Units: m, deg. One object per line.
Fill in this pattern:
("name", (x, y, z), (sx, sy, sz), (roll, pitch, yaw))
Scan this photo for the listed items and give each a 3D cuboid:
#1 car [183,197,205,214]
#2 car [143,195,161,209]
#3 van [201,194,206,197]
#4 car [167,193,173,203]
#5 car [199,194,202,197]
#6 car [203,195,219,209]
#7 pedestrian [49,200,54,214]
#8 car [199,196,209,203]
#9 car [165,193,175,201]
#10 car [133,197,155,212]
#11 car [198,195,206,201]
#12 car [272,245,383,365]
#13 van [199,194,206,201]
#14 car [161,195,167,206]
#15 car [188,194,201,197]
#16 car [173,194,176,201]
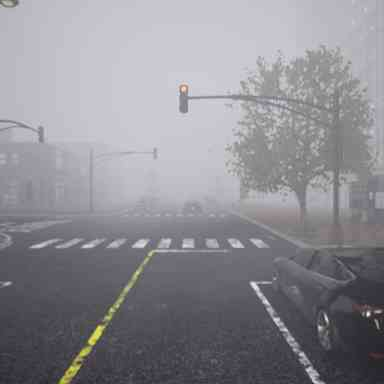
("car", (0.073, 1.565, 34.937), (1.994, 1.385, 4.181), (0, 0, 0))
("car", (-5.718, 1.316, 43.855), (2.192, 1.841, 5.009), (0, 0, 0))
("van", (2.659, 1.343, 49.415), (1.690, 1.788, 3.998), (0, 0, 0))
("car", (-5.739, 1.529, 71.440), (1.752, 1.417, 4.829), (0, 0, 0))
("car", (2.649, 1.553, 60.517), (2.008, 1.369, 4.403), (0, 0, 0))
("car", (2.662, 1.527, 44.034), (1.752, 1.417, 4.829), (0, 0, 0))
("pedestrian", (-12.772, 1.318, 30.302), (0.375, 1.300, 0.375), (0, -1, -1))
("car", (2.641, 1.570, 71.619), (1.947, 1.339, 4.313), (0, 0, 0))
("car", (-5.751, 1.321, 88.263), (2.192, 1.841, 5.009), (0, 0, 0))
("car", (-5.714, 1.583, 38.304), (1.802, 1.307, 4.206), (0, 0, 0))
("car", (2.629, 1.531, 88.442), (1.752, 1.417, 4.829), (0, 0, 0))
("car", (2.690, 1.566, 5.835), (1.947, 1.339, 4.313), (0, 0, 0))
("van", (2.635, 1.346, 82.721), (1.690, 1.788, 3.998), (0, 0, 0))
("car", (-5.727, 1.553, 54.958), (2.008, 1.369, 4.403), (0, 0, 0))
("car", (0.054, 1.355, 61.514), (2.097, 1.767, 4.553), (0, 0, 0))
("car", (-5.747, 1.556, 82.712), (2.008, 1.369, 4.403), (0, 0, 0))
